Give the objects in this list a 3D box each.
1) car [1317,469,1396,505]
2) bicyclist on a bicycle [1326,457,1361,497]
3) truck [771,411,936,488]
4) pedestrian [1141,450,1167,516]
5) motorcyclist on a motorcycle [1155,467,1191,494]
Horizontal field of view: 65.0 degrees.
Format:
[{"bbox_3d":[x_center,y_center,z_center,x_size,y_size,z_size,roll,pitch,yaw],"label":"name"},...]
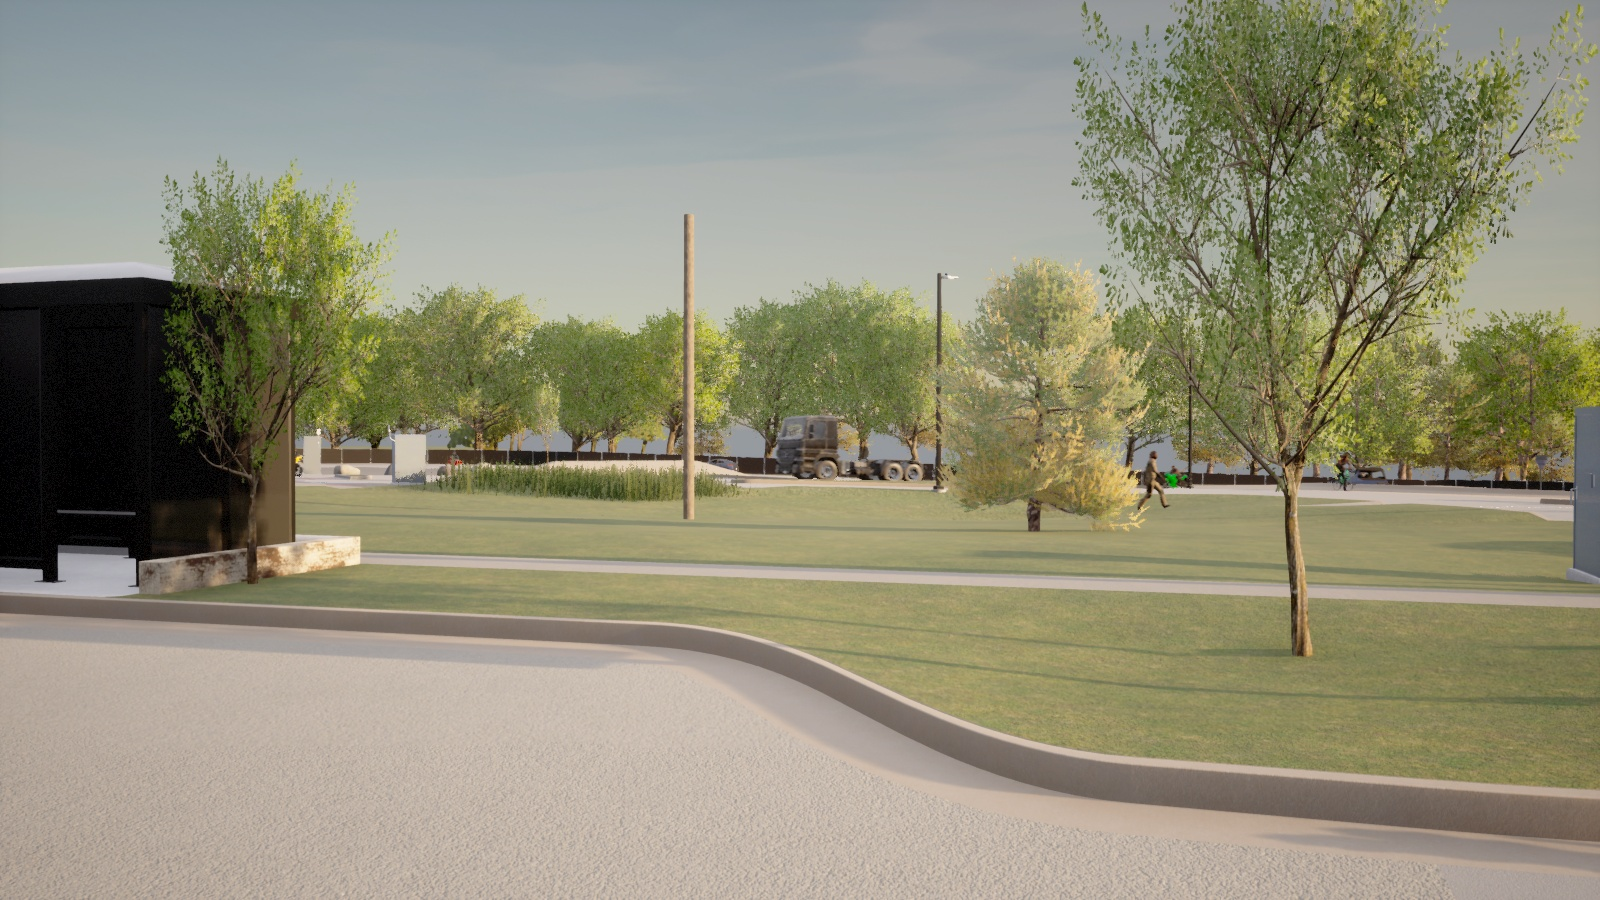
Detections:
[{"bbox_3d":[33.295,2.239,75.133,3.866,1.878,1.905,2,-7,-12],"label":"car"},{"bbox_3d":[22.781,1.114,52.627,0.582,1.620,1.656,2,0,-5],"label":"bicyclist on a bicycle"},{"bbox_3d":[2.786,0.041,64.836,7.936,3.462,2.891,3,-2,-26],"label":"truck"},{"bbox_3d":[10.493,0.960,37.224,0.692,1.930,0.396,1,1,11],"label":"pedestrian"},{"bbox_3d":[22.428,1.821,75.499,2.044,1.523,0.797,4,-1,-27],"label":"motorcyclist on a motorcycle"}]
